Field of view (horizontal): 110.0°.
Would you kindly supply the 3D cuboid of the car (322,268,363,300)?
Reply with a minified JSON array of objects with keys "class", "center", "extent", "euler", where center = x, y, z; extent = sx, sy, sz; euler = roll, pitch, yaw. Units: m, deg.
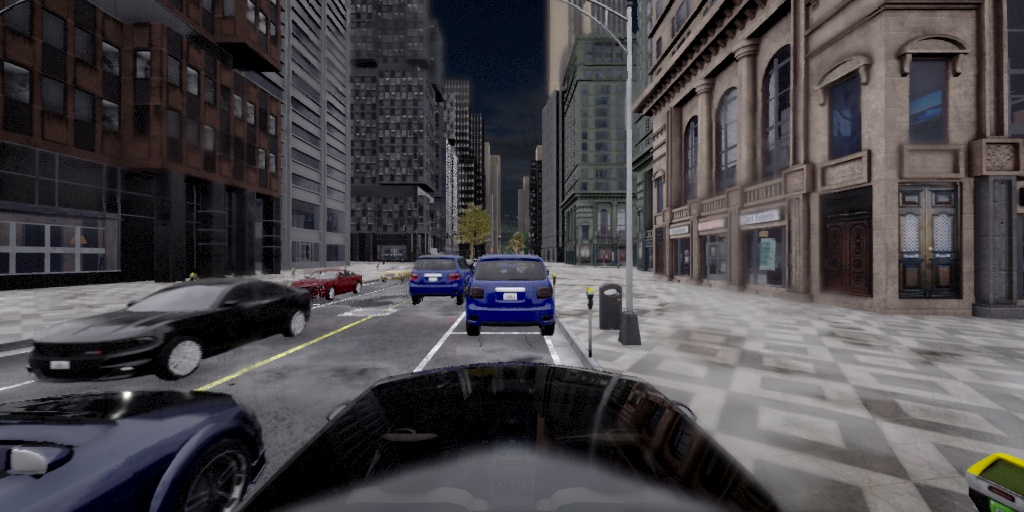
[{"class":"car","center":[-8.919,1.296,17.578],"extent":[1.888,1.381,4.507],"euler":[0,0,0]}]

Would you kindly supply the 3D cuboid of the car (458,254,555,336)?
[{"class":"car","center":[-0.039,0.979,10.530],"extent":[2.150,2.045,5.566],"euler":[0,0,0]}]

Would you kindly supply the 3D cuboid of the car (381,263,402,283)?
[{"class":"car","center":[-8.921,1.278,28.459],"extent":[1.751,1.417,4.829],"euler":[0,0,0]}]

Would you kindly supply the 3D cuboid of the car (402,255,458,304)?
[{"class":"car","center":[-3.048,0.975,16.492],"extent":[2.150,2.045,5.566],"euler":[0,0,0]}]

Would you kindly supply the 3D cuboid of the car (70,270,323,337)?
[{"class":"car","center":[-6.234,1.228,7.438],"extent":[1.882,1.535,5.008],"euler":[0,0,0]}]

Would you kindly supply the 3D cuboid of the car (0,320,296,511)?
[{"class":"car","center":[-3.045,1.314,1.261],"extent":[1.994,1.385,4.181],"euler":[0,0,0]}]

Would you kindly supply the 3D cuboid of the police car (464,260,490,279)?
[{"class":"police car","center":[-3.147,1.178,33.529],"extent":[1.930,1.638,5.238],"euler":[0,0,0]}]

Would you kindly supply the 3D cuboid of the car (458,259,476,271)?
[{"class":"car","center":[-6.145,1.153,49.451],"extent":[1.882,1.535,5.008],"euler":[0,0,0]}]
